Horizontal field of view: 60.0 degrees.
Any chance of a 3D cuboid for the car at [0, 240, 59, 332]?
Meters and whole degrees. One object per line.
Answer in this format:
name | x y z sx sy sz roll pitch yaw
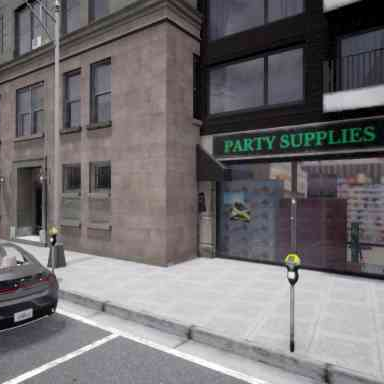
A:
car | -4.216 1.550 6.090 4.403 1.369 2.008 0 0 36
